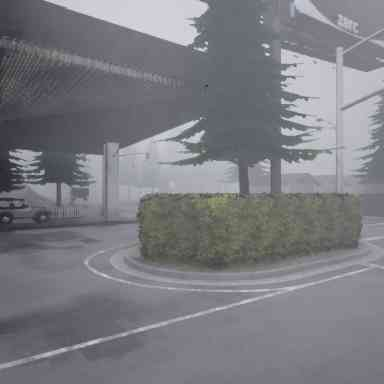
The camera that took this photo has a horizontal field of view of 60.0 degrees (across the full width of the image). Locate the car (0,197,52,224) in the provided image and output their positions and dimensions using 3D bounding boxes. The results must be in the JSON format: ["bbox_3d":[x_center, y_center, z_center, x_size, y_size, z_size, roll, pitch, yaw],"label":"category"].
[{"bbox_3d":[-12.063,1.313,23.421,3.866,1.878,1.905,0,0,-36],"label":"car"}]
